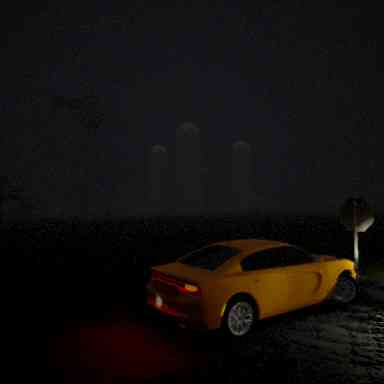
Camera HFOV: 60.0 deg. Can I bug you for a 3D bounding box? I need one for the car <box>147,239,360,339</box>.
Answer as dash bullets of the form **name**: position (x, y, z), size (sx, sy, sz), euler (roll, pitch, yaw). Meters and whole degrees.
- **car**: position (1.502, 1.746, 7.158), size (5.008, 1.535, 1.882), euler (0, -3, -33)
